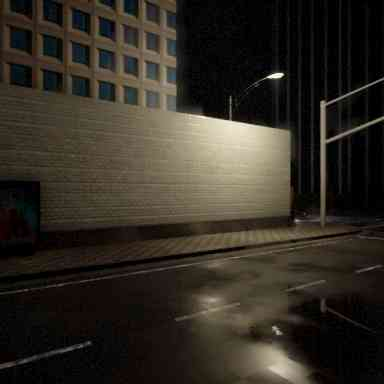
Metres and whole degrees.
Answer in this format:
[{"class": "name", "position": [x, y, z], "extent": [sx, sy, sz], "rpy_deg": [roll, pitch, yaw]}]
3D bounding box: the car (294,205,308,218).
[{"class": "car", "position": [8.176, 1.581, 30.012], "extent": [1.812, 1.442, 4.674], "rpy_deg": [0, 0, -36]}]

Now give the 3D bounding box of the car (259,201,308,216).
[{"class": "car", "position": [9.378, 1.656, 34.337], "extent": [1.895, 1.301, 4.718], "rpy_deg": [0, 0, -36]}]
